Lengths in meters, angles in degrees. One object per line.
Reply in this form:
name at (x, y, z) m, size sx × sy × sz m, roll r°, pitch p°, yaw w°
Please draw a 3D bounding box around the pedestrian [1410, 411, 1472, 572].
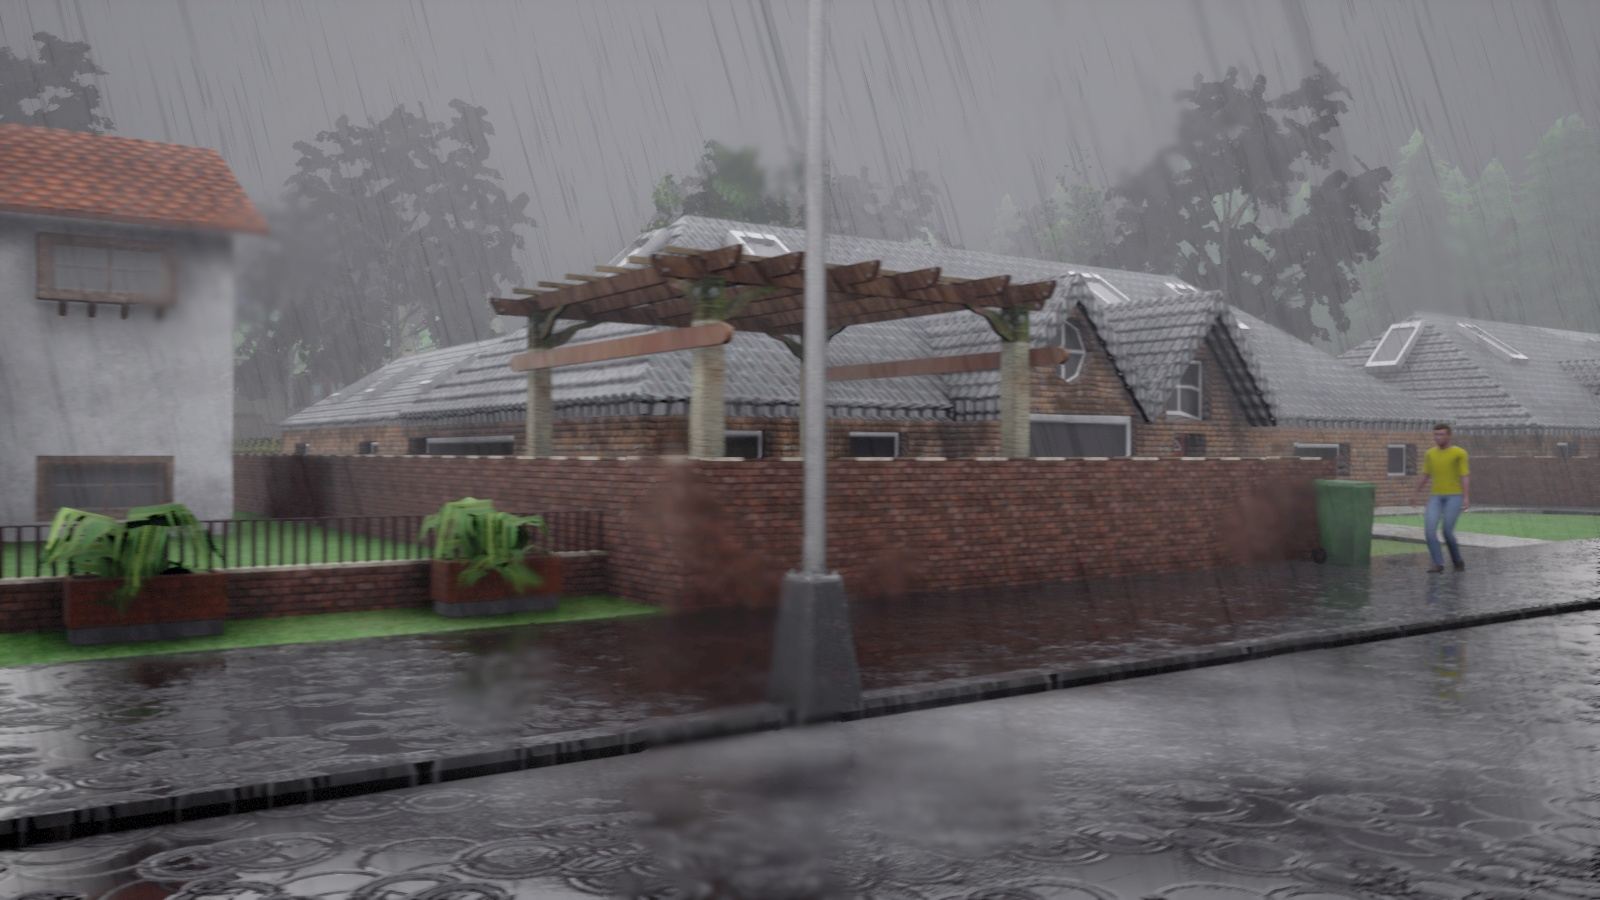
pedestrian at (7.520, 0.475, 14.724) m, size 0.706 × 1.836 × 0.354 m, roll 0°, pitch 0°, yaw -36°
